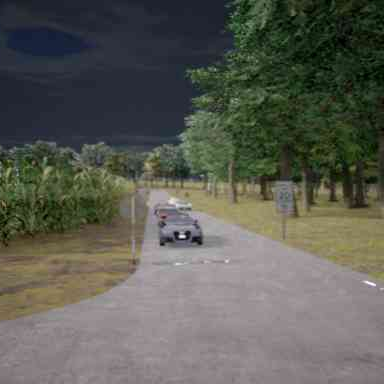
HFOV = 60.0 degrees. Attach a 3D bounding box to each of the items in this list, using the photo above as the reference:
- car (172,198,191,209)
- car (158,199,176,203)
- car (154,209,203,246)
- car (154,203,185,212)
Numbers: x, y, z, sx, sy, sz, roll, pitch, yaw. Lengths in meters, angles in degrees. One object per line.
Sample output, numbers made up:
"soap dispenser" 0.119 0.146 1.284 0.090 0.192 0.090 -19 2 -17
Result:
"car" -1.257 1.819 45.044 1.895 1.301 4.718 -1 0 -7
"car" -3.253 1.820 37.364 1.994 1.385 4.181 -1 0 -7
"car" -0.689 1.793 16.647 1.994 1.385 4.181 -1 0 -8
"car" -1.909 1.868 26.475 1.895 1.301 4.718 -1 0 -7
